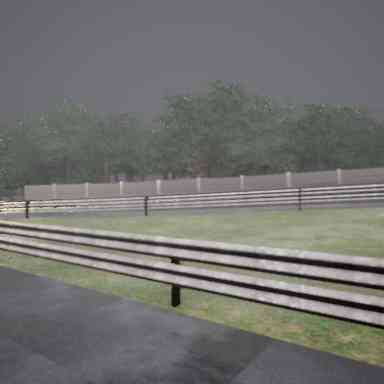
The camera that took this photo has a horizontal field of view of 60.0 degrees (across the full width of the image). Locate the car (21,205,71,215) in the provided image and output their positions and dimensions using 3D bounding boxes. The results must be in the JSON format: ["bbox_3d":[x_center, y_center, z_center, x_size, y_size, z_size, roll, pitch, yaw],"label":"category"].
[{"bbox_3d":[-14.466,1.583,32.671,4.718,1.301,1.895,-2,-1,15],"label":"car"}]
